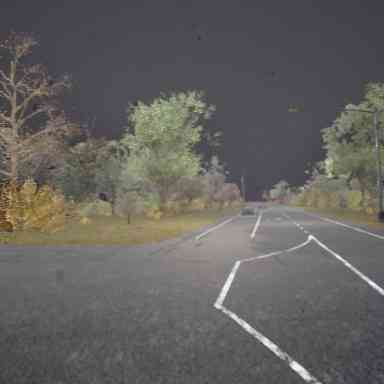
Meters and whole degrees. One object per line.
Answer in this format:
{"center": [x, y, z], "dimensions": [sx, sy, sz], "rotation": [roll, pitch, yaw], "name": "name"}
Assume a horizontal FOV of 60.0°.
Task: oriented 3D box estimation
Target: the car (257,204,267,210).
{"center": [16.860, 3.477, 79.771], "dimensions": [2.033, 1.411, 5.357], "rotation": [-3, -2, 19], "name": "car"}

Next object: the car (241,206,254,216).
{"center": [8.573, 2.883, 51.203], "dimensions": [2.033, 1.411, 5.357], "rotation": [-2, -2, 11], "name": "car"}
